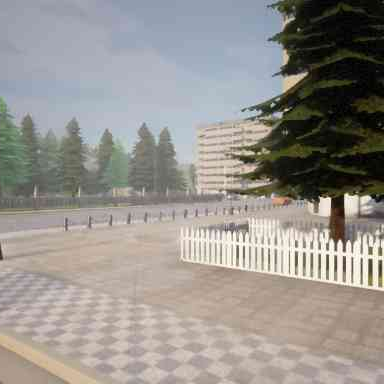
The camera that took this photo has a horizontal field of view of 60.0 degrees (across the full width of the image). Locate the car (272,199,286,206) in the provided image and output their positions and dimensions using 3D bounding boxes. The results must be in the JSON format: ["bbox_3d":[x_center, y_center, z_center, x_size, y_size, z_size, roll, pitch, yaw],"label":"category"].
[{"bbox_3d":[15.431,1.352,56.690,2.097,1.767,4.553,0,0,36],"label":"car"}]
